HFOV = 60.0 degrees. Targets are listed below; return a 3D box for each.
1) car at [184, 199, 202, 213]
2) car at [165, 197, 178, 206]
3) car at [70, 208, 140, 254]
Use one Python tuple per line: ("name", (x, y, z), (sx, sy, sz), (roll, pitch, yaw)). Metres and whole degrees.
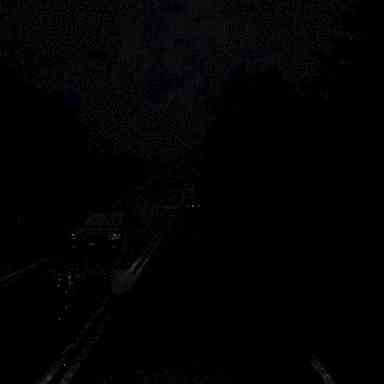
("car", (0.097, 1.530, 37.277), (2.033, 1.411, 5.357), (0, 0, 0))
("car", (-3.317, 1.561, 54.135), (1.994, 1.385, 4.181), (0, 0, 0))
("car", (-3.352, 1.473, 13.600), (1.882, 1.535, 5.008), (0, 0, 0))
